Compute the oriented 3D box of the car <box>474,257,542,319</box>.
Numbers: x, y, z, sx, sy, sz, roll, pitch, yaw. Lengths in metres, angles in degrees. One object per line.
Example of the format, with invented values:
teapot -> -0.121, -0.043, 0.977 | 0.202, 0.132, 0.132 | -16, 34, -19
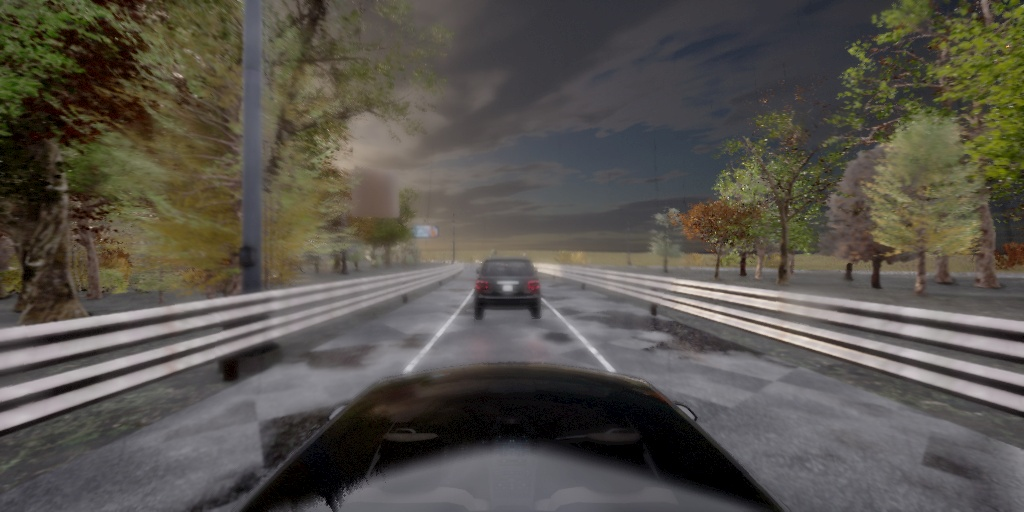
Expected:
car -> -0.181, 1.043, 13.289 | 2.150, 2.045, 5.566 | 0, 0, -1
